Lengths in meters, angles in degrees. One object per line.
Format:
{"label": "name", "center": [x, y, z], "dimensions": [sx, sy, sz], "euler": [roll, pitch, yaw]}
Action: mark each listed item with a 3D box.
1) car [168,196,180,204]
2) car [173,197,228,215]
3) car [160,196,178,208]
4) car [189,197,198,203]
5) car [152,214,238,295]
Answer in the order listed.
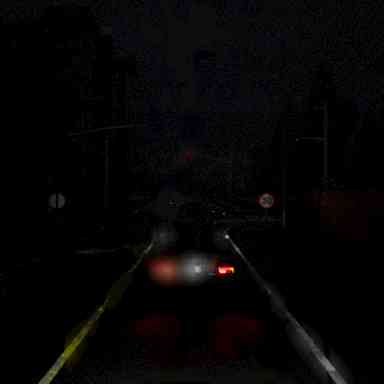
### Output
{"label": "car", "center": [-3.404, 1.529, 63.553], "dimensions": [2.128, 1.511, 4.902], "euler": [0, 0, 1]}
{"label": "car", "center": [0.896, 1.516, 28.729], "dimensions": [1.837, 1.490, 4.892], "euler": [-3, 2, -44]}
{"label": "car", "center": [-3.482, 1.535, 48.203], "dimensions": [1.837, 1.490, 4.892], "euler": [0, 0, 0]}
{"label": "car", "center": [0.262, 1.642, 69.680], "dimensions": [1.895, 1.301, 4.718], "euler": [0, 0, 0]}
{"label": "car", "center": [0.080, 1.553, 8.908], "dimensions": [2.033, 1.411, 5.357], "euler": [0, 0, 0]}
